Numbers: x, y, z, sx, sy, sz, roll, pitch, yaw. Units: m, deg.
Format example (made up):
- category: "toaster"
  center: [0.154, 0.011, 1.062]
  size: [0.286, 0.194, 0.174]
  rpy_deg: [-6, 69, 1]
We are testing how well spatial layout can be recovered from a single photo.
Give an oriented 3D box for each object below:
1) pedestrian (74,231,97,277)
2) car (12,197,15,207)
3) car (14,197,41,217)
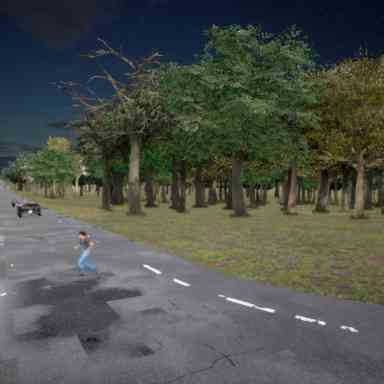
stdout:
- category: "pedestrian"
  center: [-2.804, 1.575, 8.810]
  size: [0.375, 1.300, 0.375]
  rpy_deg: [-2, 3, -30]
- category: "car"
  center: [-25.873, 1.424, 49.712]
  size: [2.033, 1.411, 5.357]
  rpy_deg: [0, 0, -30]
- category: "car"
  center: [-15.488, 1.480, 31.490]
  size: [1.837, 1.490, 4.892]
  rpy_deg: [0, 0, -30]
